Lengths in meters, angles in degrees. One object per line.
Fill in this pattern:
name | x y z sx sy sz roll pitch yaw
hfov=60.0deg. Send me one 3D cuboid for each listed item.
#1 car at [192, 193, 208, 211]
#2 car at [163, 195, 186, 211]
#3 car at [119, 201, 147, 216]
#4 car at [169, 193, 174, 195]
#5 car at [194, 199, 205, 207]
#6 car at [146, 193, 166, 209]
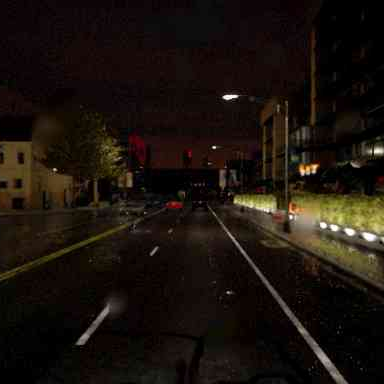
car | 1.161 1.591 48.054 2.150 2.045 5.566 0 -1 1
car | -2.382 1.685 46.291 2.097 1.767 4.553 0 -1 1
car | -6.332 1.825 35.067 1.895 1.301 4.718 0 0 1
car | -5.465 1.585 68.931 2.150 2.045 5.566 0 0 1
car | 1.516 2.037 63.715 2.033 1.411 5.357 0 0 1
car | -5.905 1.578 52.637 2.150 2.045 5.566 0 0 2
